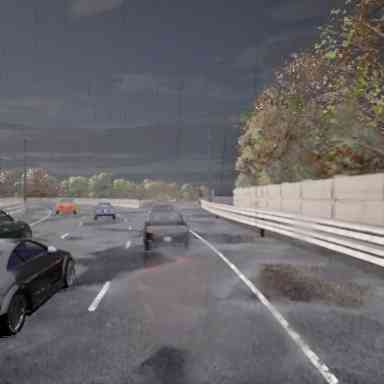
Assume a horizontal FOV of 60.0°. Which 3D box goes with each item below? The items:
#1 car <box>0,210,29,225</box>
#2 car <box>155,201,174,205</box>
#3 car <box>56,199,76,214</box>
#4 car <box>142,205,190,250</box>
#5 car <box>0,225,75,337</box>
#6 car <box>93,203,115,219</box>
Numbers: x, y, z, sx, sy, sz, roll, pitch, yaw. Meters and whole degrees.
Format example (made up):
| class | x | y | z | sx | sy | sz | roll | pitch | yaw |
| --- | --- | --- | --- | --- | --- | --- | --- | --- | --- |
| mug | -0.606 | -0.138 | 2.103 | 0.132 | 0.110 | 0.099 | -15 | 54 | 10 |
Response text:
| class | x | y | z | sx | sy | sz | roll | pitch | yaw |
| --- | --- | --- | --- | --- | --- | --- | --- | --- | --- |
| car | -7.925 | 1.451 | 12.777 | 2.097 | 1.767 | 4.553 | 0 | 0 | -7 |
| car | -3.046 | 1.683 | 34.217 | 1.837 | 1.490 | 4.892 | 0 | 0 | -3 |
| car | -14.999 | 1.612 | 39.614 | 2.097 | 1.767 | 4.553 | 0 | 0 | -22 |
| car | -1.195 | 1.569 | 14.910 | 2.128 | 1.511 | 4.902 | 0 | 0 | -7 |
| car | -3.821 | 1.614 | 6.670 | 1.994 | 1.385 | 4.181 | 0 | 0 | -4 |
| car | -8.263 | 1.736 | 31.323 | 2.033 | 1.411 | 5.357 | 0 | 0 | -17 |
